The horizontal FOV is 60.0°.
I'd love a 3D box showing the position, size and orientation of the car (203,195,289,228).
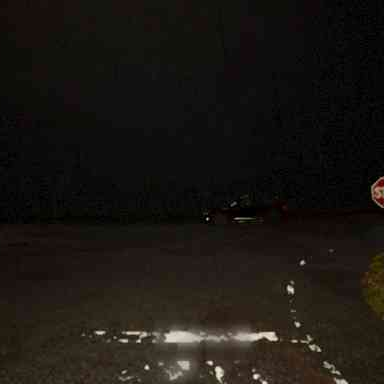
[{"bbox_3d":[3.485,1.237,21.971,5.566,2.045,2.150,-1,-2,-1],"label":"car"}]
